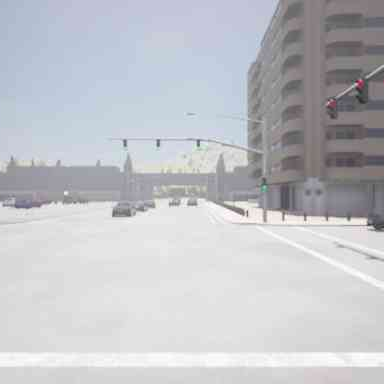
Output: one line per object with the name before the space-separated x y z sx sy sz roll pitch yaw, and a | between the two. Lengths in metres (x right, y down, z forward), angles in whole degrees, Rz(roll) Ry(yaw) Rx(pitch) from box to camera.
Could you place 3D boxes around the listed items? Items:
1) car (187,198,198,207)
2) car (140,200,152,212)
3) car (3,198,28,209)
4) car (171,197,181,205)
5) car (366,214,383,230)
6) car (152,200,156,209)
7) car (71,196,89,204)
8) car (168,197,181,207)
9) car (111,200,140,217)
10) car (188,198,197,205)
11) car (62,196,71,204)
car | 0.076 2.048 63.415 1.994 1.385 4.181 0 0 0
car | -7.034 1.830 44.265 2.128 1.511 4.902 0 0 0
car | -30.143 1.826 56.414 1.970 1.475 3.806 0 0 0
car | -3.414 1.910 72.398 1.837 1.490 4.892 0 0 0
car | 13.155 1.604 20.064 4.892 1.490 1.837 0 0 0
car | -7.012 1.978 54.257 1.994 1.385 4.181 0 0 1
car | -24.460 1.716 73.802 1.932 1.855 4.605 0 0 0
car | -3.424 2.086 63.450 1.895 1.301 4.718 0 0 0
car | -7.049 1.771 34.738 1.837 1.490 4.892 0 0 0
car | 0.086 1.950 72.393 2.033 1.411 5.357 0 0 0
car | -27.354 1.720 73.870 1.905 1.878 3.866 0 0 0
